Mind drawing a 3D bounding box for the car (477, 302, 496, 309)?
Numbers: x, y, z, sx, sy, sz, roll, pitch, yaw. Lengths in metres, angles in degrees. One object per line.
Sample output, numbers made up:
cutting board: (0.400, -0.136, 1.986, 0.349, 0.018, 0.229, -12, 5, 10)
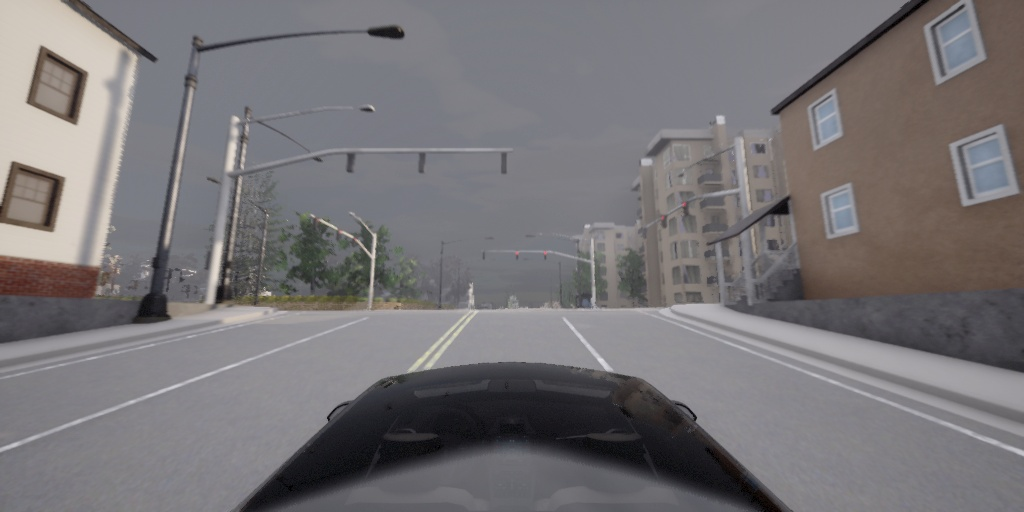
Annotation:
car: (-2.973, 6.239, 42.774, 1.837, 1.490, 4.892, 0, -8, 1)
